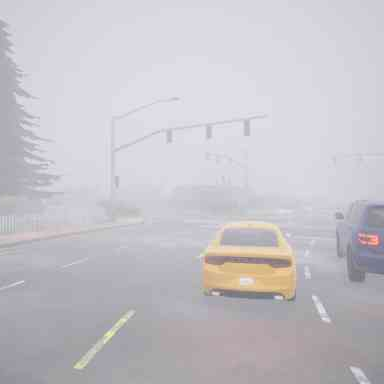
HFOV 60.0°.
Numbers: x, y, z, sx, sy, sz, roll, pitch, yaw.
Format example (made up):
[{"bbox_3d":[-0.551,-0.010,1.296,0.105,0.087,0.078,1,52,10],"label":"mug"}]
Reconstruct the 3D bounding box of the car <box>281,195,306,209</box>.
[{"bbox_3d":[13.550,1.491,45.350,2.128,1.511,4.902,0,0,32],"label":"car"}]

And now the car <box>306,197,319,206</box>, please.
[{"bbox_3d":[18.698,1.526,53.694,1.812,1.442,4.674,0,0,31],"label":"car"}]

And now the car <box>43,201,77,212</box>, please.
[{"bbox_3d":[-15.011,1.581,37.705,4.674,1.442,1.812,0,0,32],"label":"car"}]

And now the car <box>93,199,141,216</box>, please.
[{"bbox_3d":[-7.172,1.560,32.794,4.892,1.490,1.837,0,0,34],"label":"car"}]

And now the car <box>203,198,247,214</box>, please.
[{"bbox_3d":[3.374,1.395,34.695,4.553,1.767,2.097,0,0,32],"label":"car"}]

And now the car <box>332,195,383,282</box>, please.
[{"bbox_3d":[5.479,1.221,9.507,2.150,2.045,5.566,0,0,19],"label":"car"}]

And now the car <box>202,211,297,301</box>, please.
[{"bbox_3d":[1.513,1.478,8.484,1.882,1.535,5.008,0,0,12],"label":"car"}]

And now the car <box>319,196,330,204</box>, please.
[{"bbox_3d":[23.931,1.564,62.103,1.994,1.385,4.181,0,0,32],"label":"car"}]

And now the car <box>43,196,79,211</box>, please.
[{"bbox_3d":[-16.939,1.407,43.044,4.553,1.767,2.097,0,0,32],"label":"car"}]

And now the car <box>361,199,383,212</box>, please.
[{"bbox_3d":[21.726,1.547,39.257,2.033,1.411,5.357,0,0,39],"label":"car"}]

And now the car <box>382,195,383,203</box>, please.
[{"bbox_3d":[40.201,1.478,68.452,1.882,1.535,5.008,0,0,32],"label":"car"}]

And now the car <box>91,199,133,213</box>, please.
[{"bbox_3d":[-9.226,1.560,38.216,4.892,1.490,1.837,0,0,32],"label":"car"}]

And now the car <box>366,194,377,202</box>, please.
[{"bbox_3d":[43.008,1.355,79.695,2.097,1.767,4.553,0,0,32],"label":"car"}]

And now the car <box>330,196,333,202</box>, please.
[{"bbox_3d":[29.182,1.524,70.581,1.812,1.442,4.674,0,0,32],"label":"car"}]
